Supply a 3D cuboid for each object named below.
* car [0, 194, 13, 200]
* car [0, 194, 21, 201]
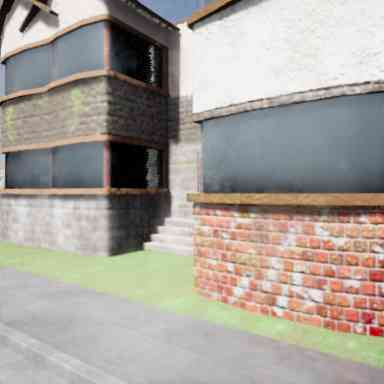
[{"bbox_3d":[-47.120,1.208,82.376,2.007,1.523,4.514,0,0,35],"label":"car"},{"bbox_3d":[-44.538,1.204,80.594,2.152,1.636,5.027,0,0,35],"label":"car"}]
